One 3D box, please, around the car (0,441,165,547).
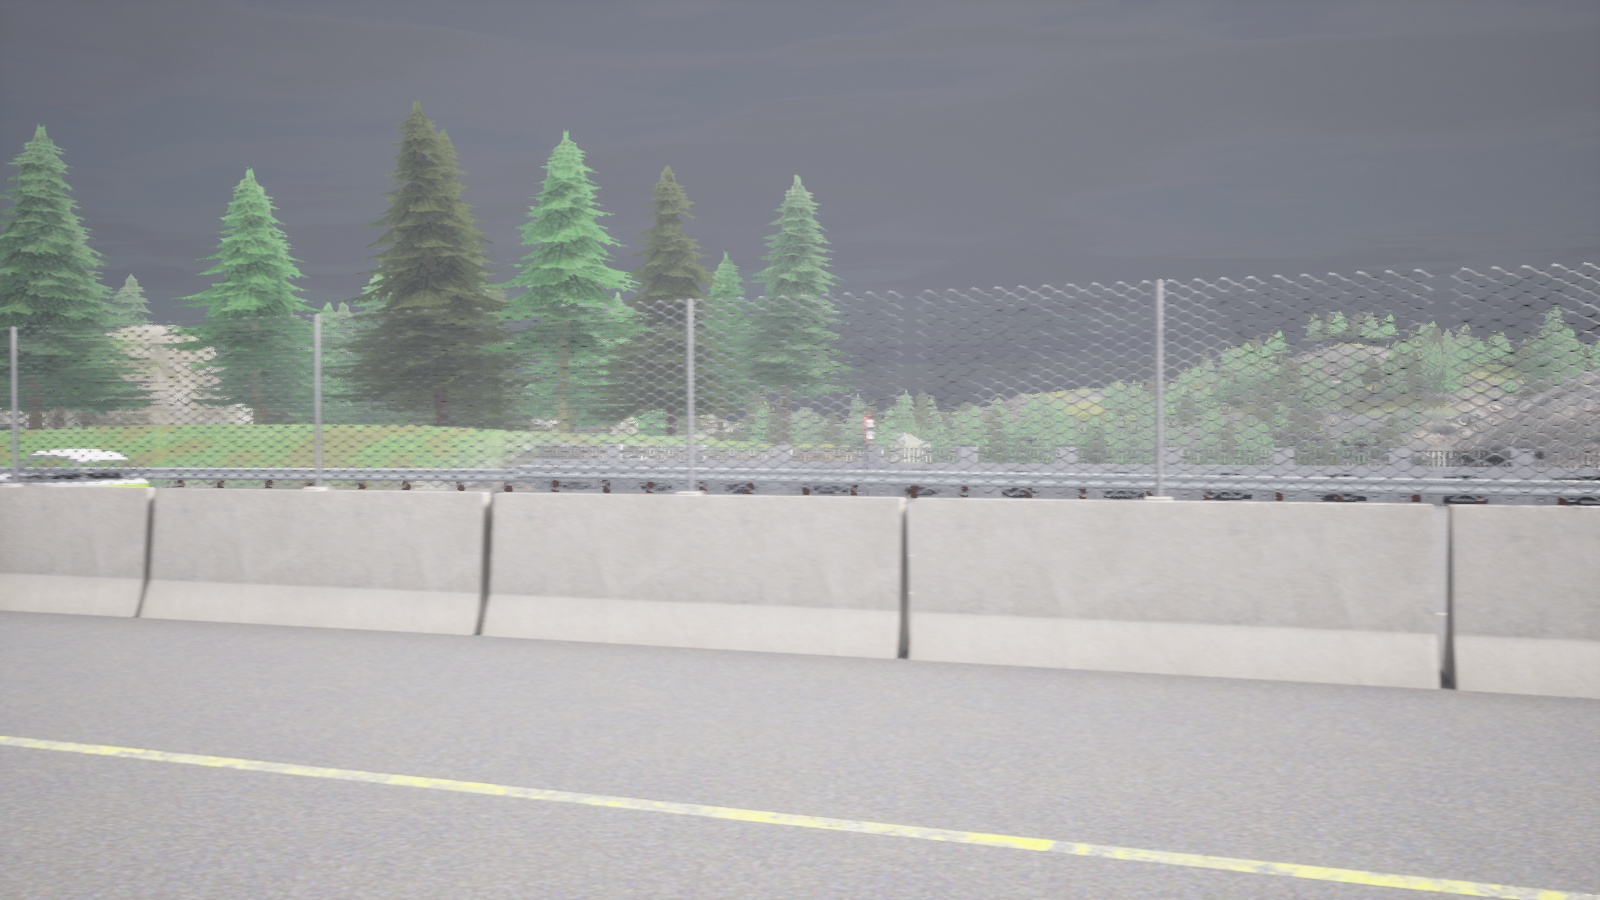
[{"bbox_3d":[-10.451,0.581,17.788,2.207,1.376,1.481,1,1,19],"label":"car"}]
